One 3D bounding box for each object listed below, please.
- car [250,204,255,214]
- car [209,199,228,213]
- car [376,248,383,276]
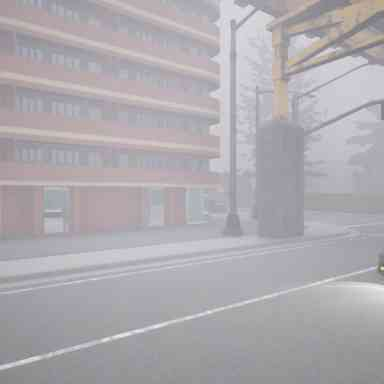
[{"bbox_3d":[7.337,1.478,29.196,1.882,1.535,5.008,0,0,-35],"label":"car"},{"bbox_3d":[1.939,1.526,36.865,1.812,1.442,4.674,0,0,-35],"label":"car"},{"bbox_3d":[6.723,1.564,8.782,4.181,1.385,1.994,0,0,-35],"label":"car"}]
